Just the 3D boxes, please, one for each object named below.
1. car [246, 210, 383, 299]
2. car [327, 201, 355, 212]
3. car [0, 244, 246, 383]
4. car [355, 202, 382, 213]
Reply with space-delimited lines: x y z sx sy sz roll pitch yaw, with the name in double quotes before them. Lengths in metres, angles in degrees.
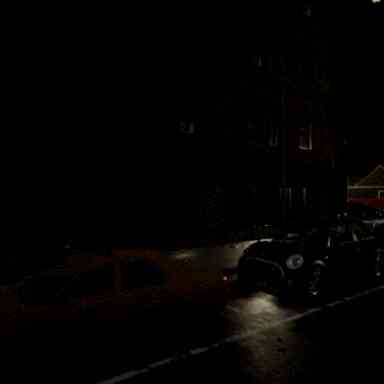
"car" 3.041 1.440 8.384 4.097 1.590 1.967 0 0 -36
"car" 11.122 1.602 28.978 1.837 1.490 4.892 0 0 -33
"car" -1.578 1.525 5.063 4.829 1.417 1.752 0 0 -36
"car" 14.428 1.593 29.926 1.837 1.490 4.892 0 0 -36
